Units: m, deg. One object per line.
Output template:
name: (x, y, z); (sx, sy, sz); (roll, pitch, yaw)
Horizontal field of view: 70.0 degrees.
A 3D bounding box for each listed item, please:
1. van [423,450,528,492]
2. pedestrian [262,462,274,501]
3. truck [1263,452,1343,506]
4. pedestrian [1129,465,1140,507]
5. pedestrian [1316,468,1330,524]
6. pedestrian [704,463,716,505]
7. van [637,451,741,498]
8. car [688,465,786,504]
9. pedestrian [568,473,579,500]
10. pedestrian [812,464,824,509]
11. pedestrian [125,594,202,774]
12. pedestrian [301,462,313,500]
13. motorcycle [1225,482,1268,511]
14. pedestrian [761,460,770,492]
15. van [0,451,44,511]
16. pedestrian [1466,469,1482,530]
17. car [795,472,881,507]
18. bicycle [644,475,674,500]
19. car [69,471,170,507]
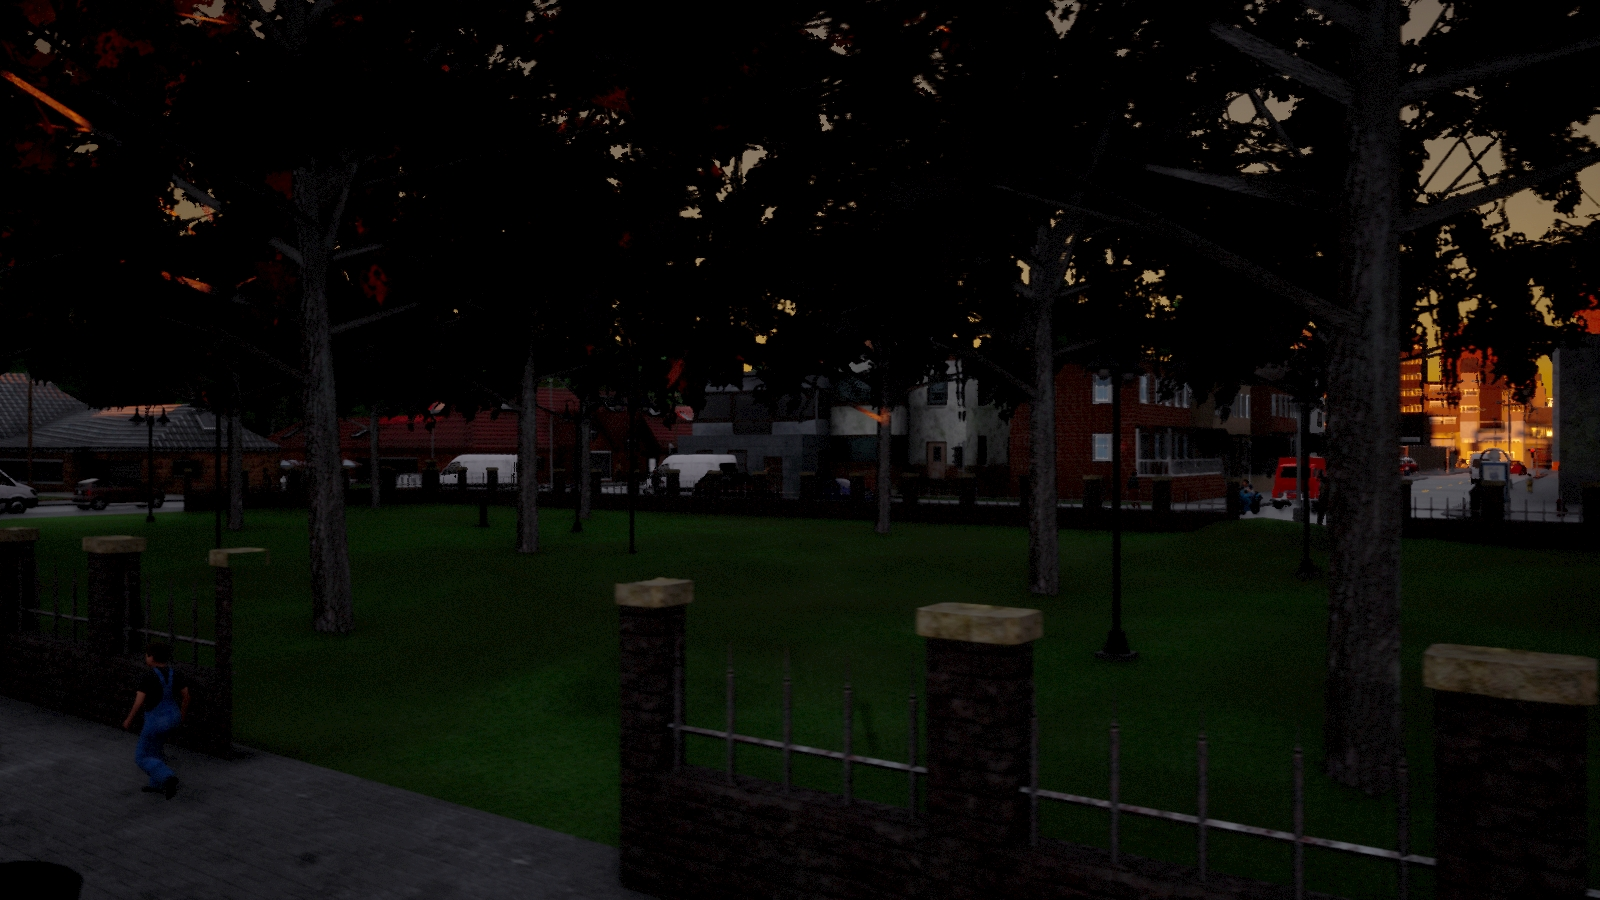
van: (-20.121, 1.313, 70.891); (5.915, 2.561, 1.988); (0, -1, 7)
pedestrian: (-25.757, 1.524, 55.325); (0.375, 1.860, 0.375); (0, 0, 31)
truck: (24.482, 1.349, 55.473); (2.627, 2.467, 5.204); (0, 0, 35)
pedestrian: (15.184, 1.628, 51.877); (0.375, 1.860, 0.375); (0, 0, 35)
pedestrian: (17.464, 1.524, 38.166); (0.375, 1.860, 0.375); (0, 0, 35)
pedestrian: (-4.020, 1.525, 51.057); (0.375, 1.860, 0.375); (0, 0, 34)
van: (-6.242, 1.313, 63.961); (5.915, 2.561, 1.988); (0, 0, 35)
car: (-3.183, 1.685, 56.944); (4.553, 1.767, 2.097); (0, 0, 35)
pedestrian: (-11.192, 1.803, 56.481); (0.375, 1.300, 0.375); (0, 0, -40)
pedestrian: (0.738, 1.524, 47.754); (0.375, 1.860, 0.375); (0, 0, 31)
pedestrian: (-4.961, 1.805, 8.910); (0.375, 1.300, 0.375); (0, 0, 21)
pedestrian: (-24.215, 1.524, 56.101); (0.375, 1.860, 0.375); (0, 0, 34)
motorcycle: (19.193, 1.993, 49.108); (2.033, 1.145, 0.803); (0, 0, -38)
pedestrian: (-1.983, 1.516, 66.404); (0.375, 1.860, 0.375); (0, 0, 35)
van: (-35.809, 1.313, 48.497); (1.988, 2.561, 5.915); (0, 0, 36)
pedestrian: (20.872, 1.525, 35.369); (0.375, 1.860, 0.375); (0, 0, 40)
car: (1.762, 1.817, 53.691); (3.633, 1.501, 1.845); (0, 0, 36)
bicycle: (-7.397, 1.939, 59.970); (1.835, 1.271, 0.329); (0, 0, 35)
car: (-32.008, 1.805, 53.816); (1.789, 1.549, 3.705); (0, 0, 35)
